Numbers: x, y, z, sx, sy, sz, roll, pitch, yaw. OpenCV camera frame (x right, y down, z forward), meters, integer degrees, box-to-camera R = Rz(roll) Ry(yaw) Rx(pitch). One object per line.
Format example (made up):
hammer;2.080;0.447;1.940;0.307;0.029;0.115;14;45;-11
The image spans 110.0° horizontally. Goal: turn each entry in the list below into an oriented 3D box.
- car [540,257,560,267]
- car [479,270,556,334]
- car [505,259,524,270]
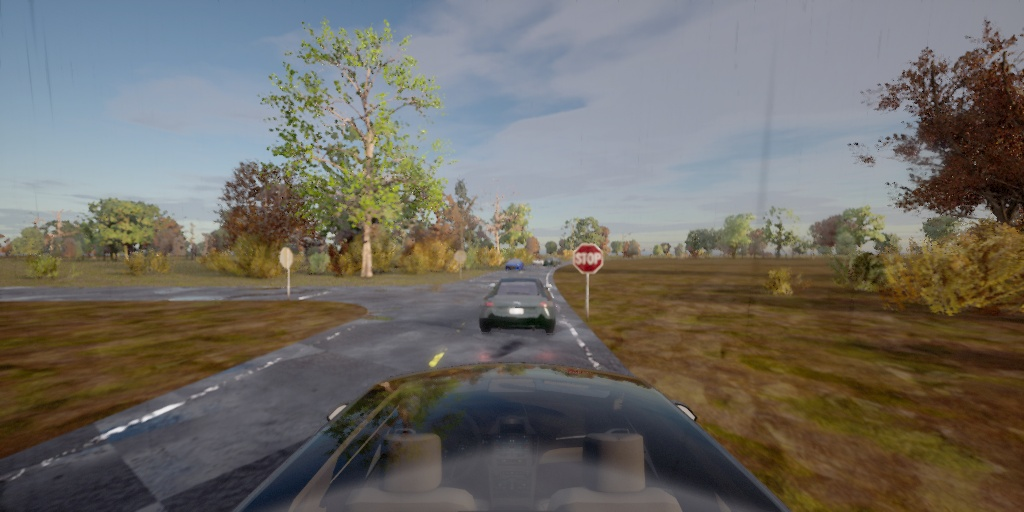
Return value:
car;6.795;0.961;62.941;2.097;1.767;4.553;0;0;13
car;0.236;1.295;10.613;1.994;1.385;4.181;0;0;4
car;0.346;1.127;45.555;1.882;1.535;5.008;0;0;9
